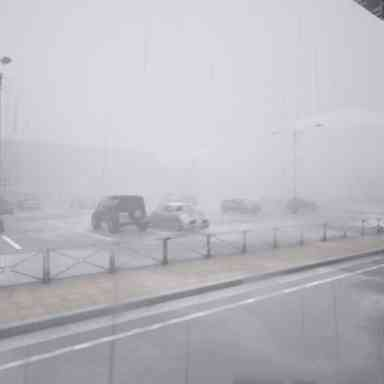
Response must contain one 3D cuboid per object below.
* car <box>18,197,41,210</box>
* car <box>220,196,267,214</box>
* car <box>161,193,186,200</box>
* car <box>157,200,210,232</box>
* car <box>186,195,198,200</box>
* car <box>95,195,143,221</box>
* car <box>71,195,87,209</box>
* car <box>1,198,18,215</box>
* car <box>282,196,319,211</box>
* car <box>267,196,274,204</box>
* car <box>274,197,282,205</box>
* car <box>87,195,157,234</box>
[{"bbox_3d":[-18.476,1.291,37.653,1.970,1.475,3.806,0,0,-36],"label":"car"},{"bbox_3d":[4.713,1.351,32.581,2.007,1.523,4.514,0,0,-36],"label":"car"},{"bbox_3d":[-3.151,1.156,49.245,1.905,1.878,3.866,0,0,-36],"label":"car"},{"bbox_3d":[-0.735,1.391,18.984,1.970,1.475,3.806,0,0,-36],"label":"car"},{"bbox_3d":[-1.048,1.180,51.291,1.932,1.855,4.605,0,0,-36],"label":"car"},{"bbox_3d":[-5.766,1.138,25.809,1.932,1.855,4.605,0,0,-36],"label":"car"},{"bbox_3d":[-13.484,1.219,41.699,2.152,1.636,5.027,0,0,-36],"label":"car"},{"bbox_3d":[-17.276,1.344,29.800,2.007,1.523,4.514,0,0,-36],"label":"car"},{"bbox_3d":[12.808,1.382,38.440,1.845,1.501,3.633,0,0,-36],"label":"car"},{"bbox_3d":[14.041,1.475,62.140,1.845,1.501,3.633,0,0,-36],"label":"car"},{"bbox_3d":[16.010,1.473,54.389,1.970,1.475,3.806,0,0,-36],"label":"car"},{"bbox_3d":[-3.780,1.104,17.517,1.905,1.878,3.866,0,0,-36],"label":"car"}]
